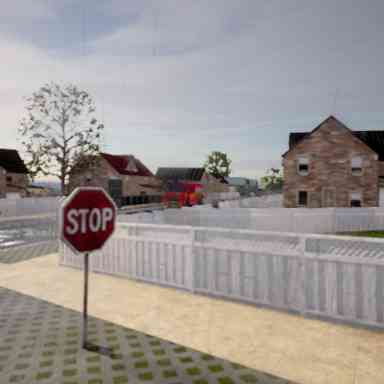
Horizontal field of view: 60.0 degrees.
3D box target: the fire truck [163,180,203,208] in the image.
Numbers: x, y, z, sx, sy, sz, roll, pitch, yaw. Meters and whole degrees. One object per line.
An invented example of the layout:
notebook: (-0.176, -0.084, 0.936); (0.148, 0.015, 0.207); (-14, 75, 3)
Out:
fire truck: (-1.047, 0.248, 46.525); (2.891, 3.827, 8.468); (2, 1, 18)
